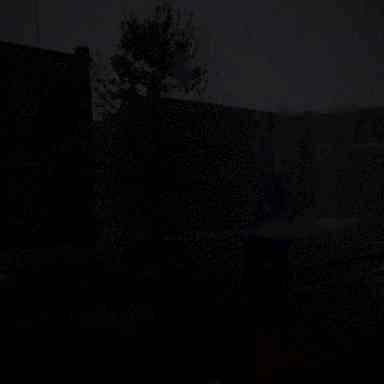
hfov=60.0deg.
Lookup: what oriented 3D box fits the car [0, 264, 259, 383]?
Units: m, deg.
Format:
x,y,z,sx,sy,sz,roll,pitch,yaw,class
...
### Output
x,y,z,sx,sy,sz,roll,pitch,yaw,class
-1.624,1.479,2.833,5.008,1.535,1.882,1,0,-36,car
